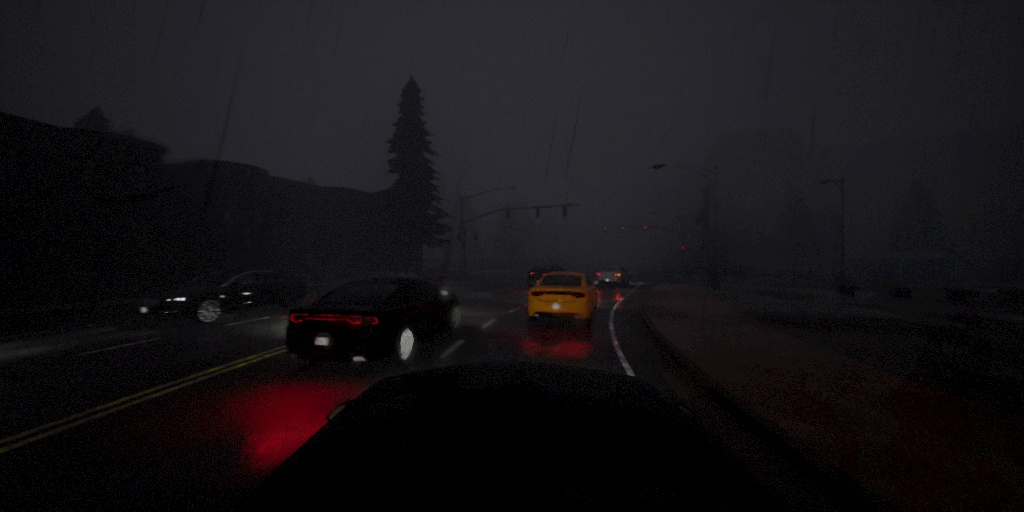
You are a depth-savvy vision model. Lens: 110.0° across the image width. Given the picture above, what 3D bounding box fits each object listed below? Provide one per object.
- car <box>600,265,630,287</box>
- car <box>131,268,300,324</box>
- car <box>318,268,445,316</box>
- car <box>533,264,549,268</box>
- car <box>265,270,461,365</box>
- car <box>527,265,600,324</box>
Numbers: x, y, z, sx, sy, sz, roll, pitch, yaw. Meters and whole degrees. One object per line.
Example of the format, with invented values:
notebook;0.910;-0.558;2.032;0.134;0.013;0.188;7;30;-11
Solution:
car;7.104;1.363;25.332;1.812;1.442;4.674;1;0;24
car;-9.198;1.170;11.885;2.128;1.511;4.902;0;0;13
car;-4.932;1.267;14.656;2.033;1.411;5.357;0;0;18
car;2.462;1.295;23.359;1.837;1.490;4.892;0;-2;23
car;-2.648;1.211;8.151;1.882;1.535;5.008;0;0;9
car;1.878;1.256;12.300;1.882;1.535;5.008;0;0;15
